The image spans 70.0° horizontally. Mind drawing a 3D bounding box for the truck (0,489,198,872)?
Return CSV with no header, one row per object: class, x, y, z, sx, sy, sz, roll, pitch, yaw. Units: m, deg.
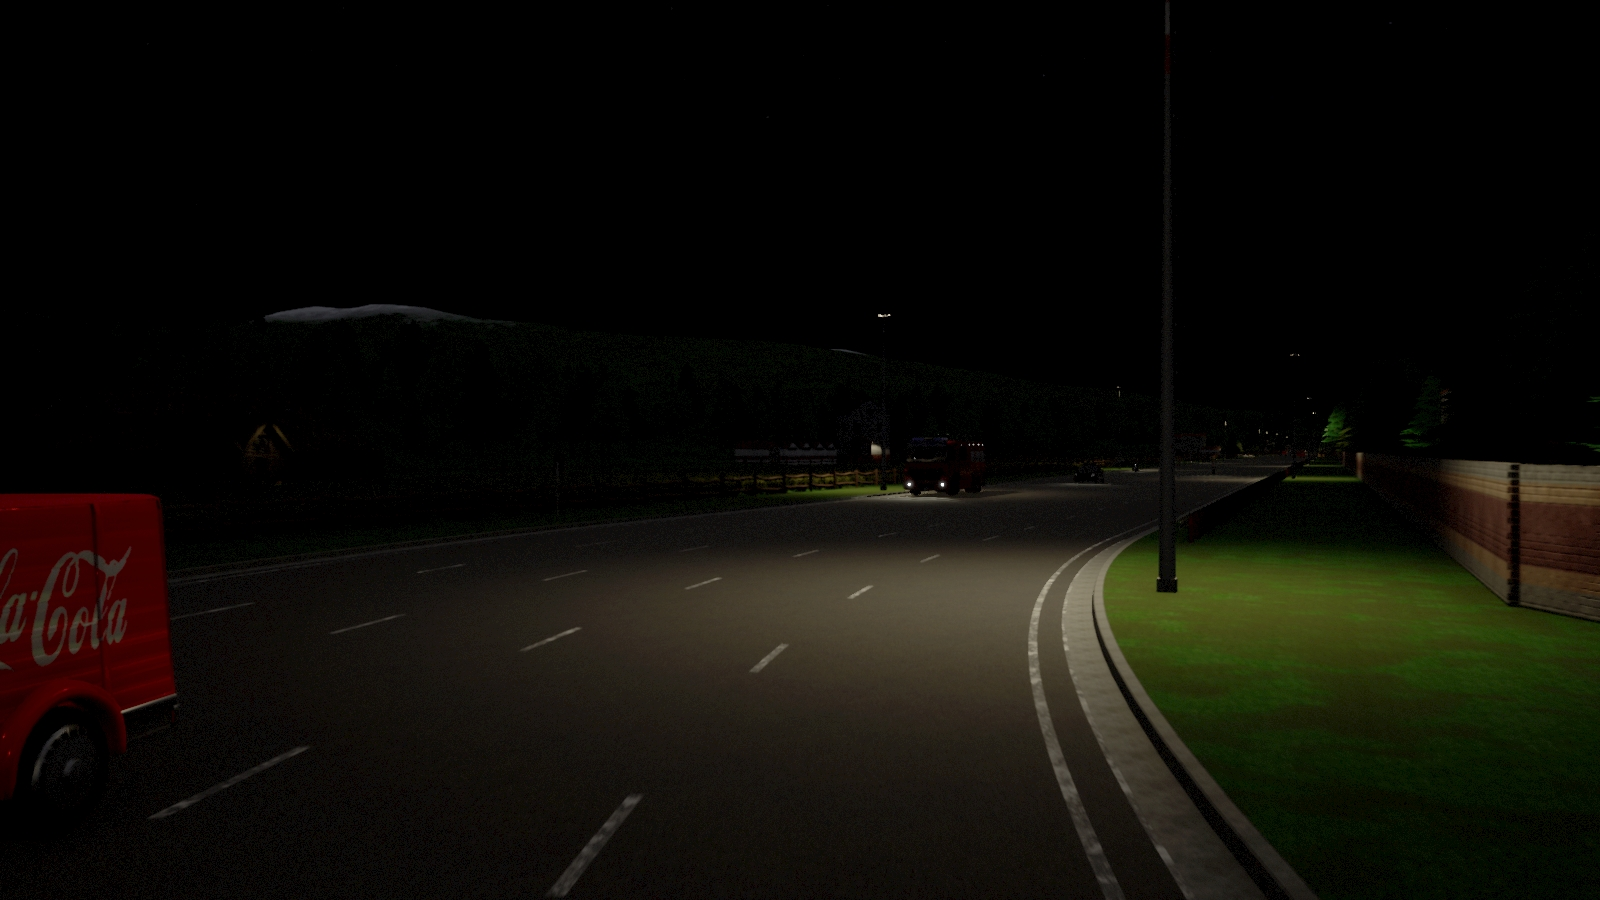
truck,-6.651,1.566,7.216,2.627,2.467,5.204,0,0,5
